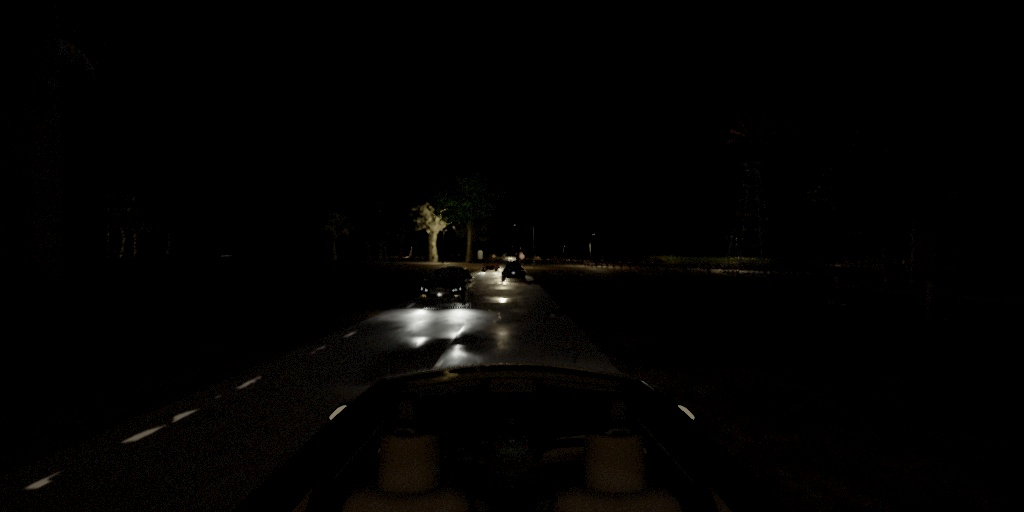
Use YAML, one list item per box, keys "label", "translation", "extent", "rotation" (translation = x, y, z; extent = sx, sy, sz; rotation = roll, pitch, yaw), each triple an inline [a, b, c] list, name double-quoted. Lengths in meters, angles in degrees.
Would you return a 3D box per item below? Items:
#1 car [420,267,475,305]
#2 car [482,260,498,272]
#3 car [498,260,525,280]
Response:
- label: "car"
  translation: [-2.790, 1.261, 16.290]
  extent: [1.837, 1.490, 4.892]
  rotation: [0, 0, 0]
- label: "car"
  translation: [-2.740, 1.224, 46.520]
  extent: [1.882, 1.535, 5.008]
  rotation: [0, 0, 0]
- label: "car"
  translation: [0.112, 1.320, 30.795]
  extent: [1.994, 1.385, 4.181]
  rotation: [0, 0, 0]
